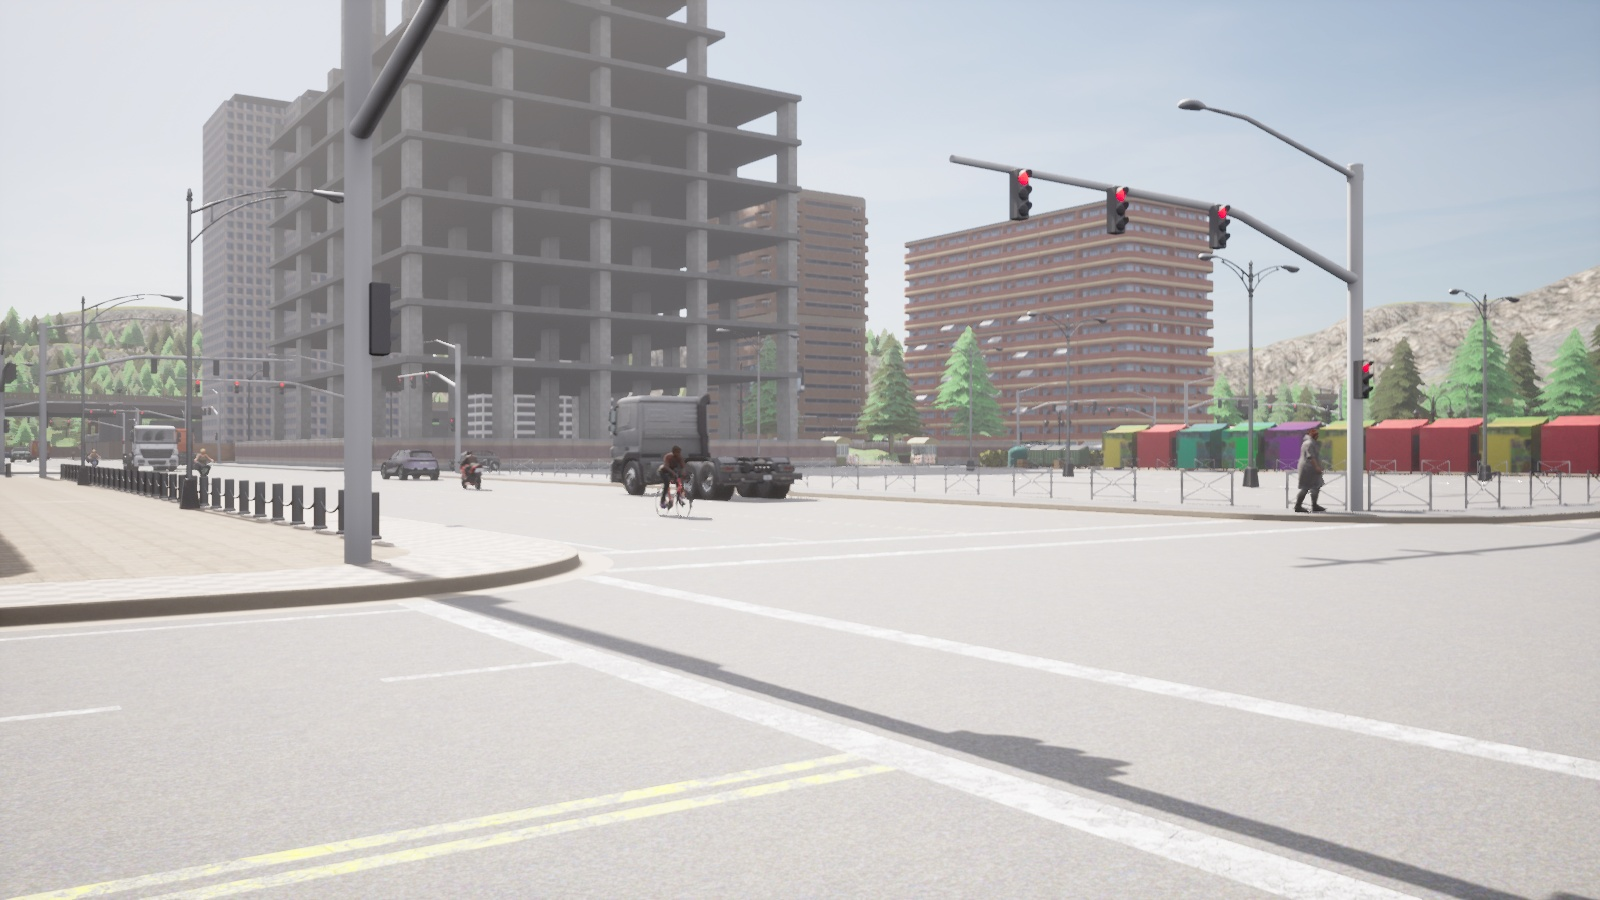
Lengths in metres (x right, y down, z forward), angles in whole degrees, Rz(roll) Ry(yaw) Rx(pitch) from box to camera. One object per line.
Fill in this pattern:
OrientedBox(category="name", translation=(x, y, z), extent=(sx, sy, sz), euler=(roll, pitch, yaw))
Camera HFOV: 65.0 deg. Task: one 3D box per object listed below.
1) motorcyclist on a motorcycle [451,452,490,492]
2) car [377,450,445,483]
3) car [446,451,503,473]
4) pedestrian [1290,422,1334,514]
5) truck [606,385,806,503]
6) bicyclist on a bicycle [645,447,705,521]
OrientedBox(category="motorcyclist on a motorcycle", translation=(-12.743, 0.838, 48.522), extent=(0.797, 1.523, 2.044), euler=(0, 0, -35))
OrientedBox(category="car", translation=(-20.339, 0.836, 65.554), extent=(2.033, 1.649, 4.856), euler=(0, 0, -35))
OrientedBox(category="car", translation=(-23.831, 0.876, 91.959), extent=(3.705, 1.549, 1.789), euler=(0, 0, -35))
OrientedBox(category="pedestrian", translation=(11.100, 0.391, 27.228), extent=(0.873, 1.952, 0.659), euler=(0, 0, 23))
OrientedBox(category="truck", translation=(-3.274, -0.172, 41.044), extent=(2.891, 3.462, 7.936), euler=(0, 0, -35))
OrientedBox(category="bicyclist on a bicycle", translation=(-2.812, 0.744, 28.136), extent=(0.582, 1.620, 1.656), euler=(0, -1, -35))
